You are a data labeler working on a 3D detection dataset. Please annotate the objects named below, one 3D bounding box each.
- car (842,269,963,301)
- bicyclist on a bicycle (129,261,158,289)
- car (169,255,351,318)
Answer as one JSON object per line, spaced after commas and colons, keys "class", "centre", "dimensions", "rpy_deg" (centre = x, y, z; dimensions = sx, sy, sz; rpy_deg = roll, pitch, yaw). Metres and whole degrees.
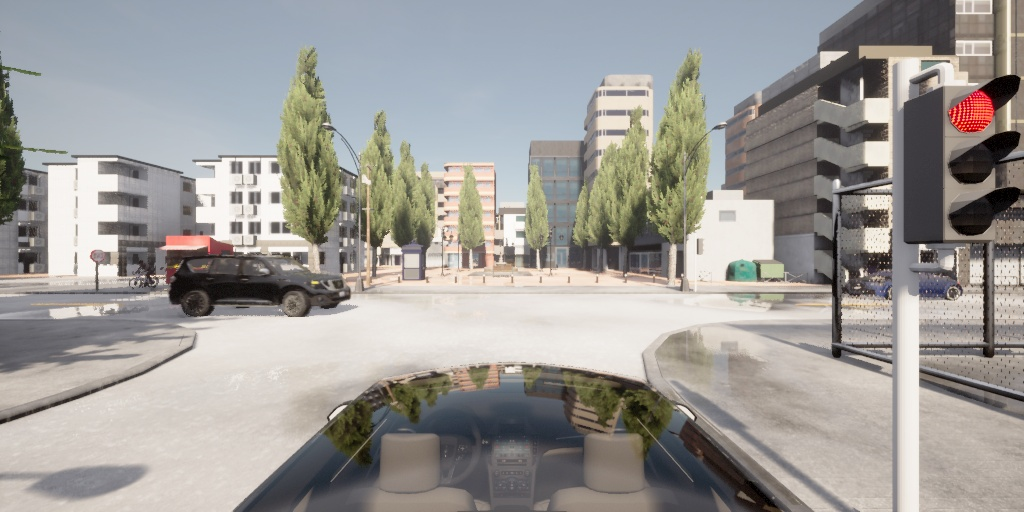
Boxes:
{"class": "car", "centre": [18.210, 1.314, 16.853], "dimensions": [4.181, 1.385, 1.994], "rpy_deg": [0, 0, 0]}
{"class": "bicyclist on a bicycle", "centre": [-21.561, 1.099, 21.015], "dimensions": [0.582, 1.620, 1.656], "rpy_deg": [0, 0, 0]}
{"class": "car", "centre": [-8.684, 0.971, 12.576], "dimensions": [5.566, 2.045, 2.150], "rpy_deg": [0, 0, 2]}
